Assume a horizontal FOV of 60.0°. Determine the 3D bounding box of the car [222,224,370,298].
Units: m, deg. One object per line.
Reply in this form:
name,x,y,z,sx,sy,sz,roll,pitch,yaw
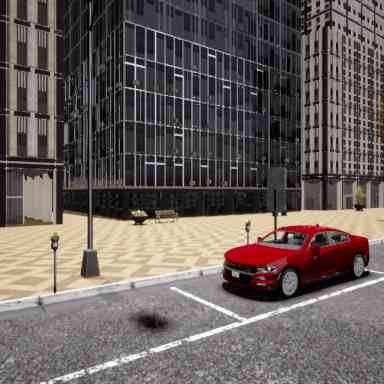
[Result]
car,2.774,1.545,8.528,4.507,1.381,1.887,0,0,-35
